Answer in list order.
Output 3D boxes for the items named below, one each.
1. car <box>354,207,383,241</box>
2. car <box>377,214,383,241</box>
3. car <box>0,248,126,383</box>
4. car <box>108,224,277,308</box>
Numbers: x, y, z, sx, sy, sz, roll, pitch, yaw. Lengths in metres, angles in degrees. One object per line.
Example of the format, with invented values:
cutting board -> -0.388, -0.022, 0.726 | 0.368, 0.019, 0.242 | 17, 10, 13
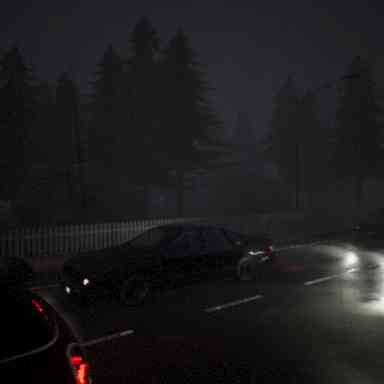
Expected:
car -> 9.216, 1.367, 14.842 | 5.008, 1.535, 1.882 | 0, 0, -35
car -> 7.415, 1.400, 9.238 | 5.008, 1.535, 1.882 | -1, 0, -35
car -> -2.943, 1.362, 1.876 | 4.553, 1.767, 2.097 | 0, 0, -35
car -> -0.275, 1.518, 8.083 | 5.357, 1.411, 2.033 | 0, 0, -35
